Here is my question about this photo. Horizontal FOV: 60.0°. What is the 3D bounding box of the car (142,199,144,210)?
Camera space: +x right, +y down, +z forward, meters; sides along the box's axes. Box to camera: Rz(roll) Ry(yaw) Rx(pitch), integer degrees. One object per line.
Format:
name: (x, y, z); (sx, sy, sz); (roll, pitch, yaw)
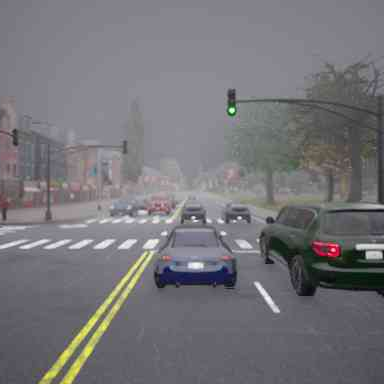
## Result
car: (-6.591, 1.536, 41.397); (1.994, 1.385, 4.181); (0, 1, 0)

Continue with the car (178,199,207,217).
car: (0.100, 1.570, 25.978); (1.837, 1.490, 4.892); (0, 0, 0)

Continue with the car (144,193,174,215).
car: (-3.354, 1.245, 35.072); (2.150, 2.045, 5.566); (0, 0, 0)

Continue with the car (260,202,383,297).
car: (3.349, 1.269, 8.824); (2.150, 2.045, 5.566); (0, 0, 0)

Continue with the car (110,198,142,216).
car: (-6.597, 1.389, 32.796); (2.097, 1.767, 4.553); (0, 0, 0)

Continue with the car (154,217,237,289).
car: (0.060, 1.613, 9.369); (1.994, 1.385, 4.181); (0, 0, -1)

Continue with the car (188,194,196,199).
car: (0.004, 1.159, 74.539); (2.128, 1.511, 4.902); (0, 1, 0)

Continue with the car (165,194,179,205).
car: (-3.287, 1.178, 55.700); (2.097, 1.767, 4.553); (0, 1, 0)

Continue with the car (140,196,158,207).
car: (-6.556, 1.415, 51.729); (2.033, 1.411, 5.357); (0, 1, 1)

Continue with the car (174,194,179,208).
car: (-3.328, 1.155, 45.435); (2.150, 2.045, 5.566); (0, 1, 1)

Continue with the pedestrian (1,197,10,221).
pedestrian: (-14.129, 1.255, 25.093); (0.375, 1.860, 0.375); (0, -1, 0)

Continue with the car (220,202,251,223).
car: (3.350, 1.570, 25.791); (1.837, 1.490, 4.892); (0, 0, 0)
